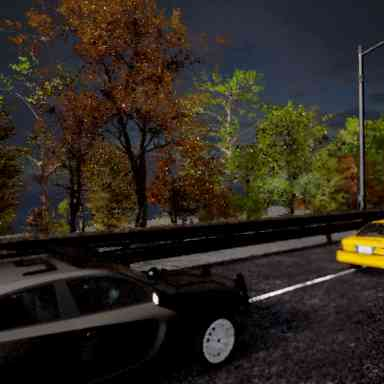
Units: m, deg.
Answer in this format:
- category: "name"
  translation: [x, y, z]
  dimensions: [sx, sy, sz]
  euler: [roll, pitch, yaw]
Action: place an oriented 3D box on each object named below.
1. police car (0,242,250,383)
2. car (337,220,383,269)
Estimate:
- category: "police car"
  translation: [-1.393, 1.481, 4.139]
  dimensions: [5.238, 1.638, 1.930]
  euler: [0, -1, -38]
- category: "car"
  translation: [6.571, 1.485, 10.322]
  dimensions: [5.366, 1.575, 1.801]
  euler: [0, -1, -38]
